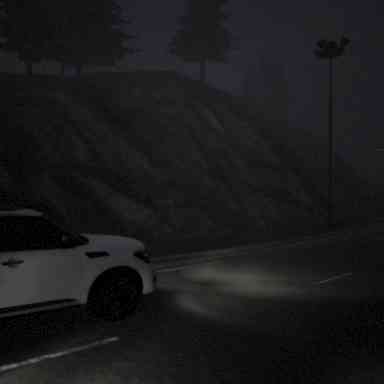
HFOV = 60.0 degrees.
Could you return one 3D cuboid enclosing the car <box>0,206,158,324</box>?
[{"bbox_3d":[-3.329,1.244,5.682,5.566,2.045,2.150,0,0,-36],"label":"car"}]
